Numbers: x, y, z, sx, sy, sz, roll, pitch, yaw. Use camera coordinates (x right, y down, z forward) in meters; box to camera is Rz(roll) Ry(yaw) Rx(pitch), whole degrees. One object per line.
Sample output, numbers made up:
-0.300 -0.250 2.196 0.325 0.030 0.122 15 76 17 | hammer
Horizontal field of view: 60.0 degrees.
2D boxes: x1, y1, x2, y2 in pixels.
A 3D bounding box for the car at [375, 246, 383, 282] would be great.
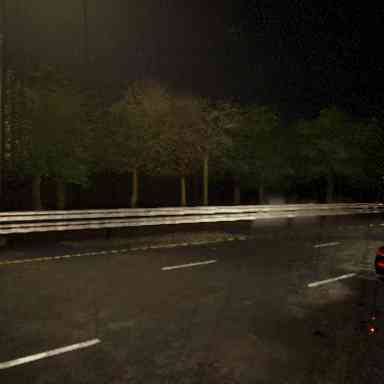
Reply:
6.439 1.570 8.455 4.674 1.442 1.812 0 0 -35 | car
